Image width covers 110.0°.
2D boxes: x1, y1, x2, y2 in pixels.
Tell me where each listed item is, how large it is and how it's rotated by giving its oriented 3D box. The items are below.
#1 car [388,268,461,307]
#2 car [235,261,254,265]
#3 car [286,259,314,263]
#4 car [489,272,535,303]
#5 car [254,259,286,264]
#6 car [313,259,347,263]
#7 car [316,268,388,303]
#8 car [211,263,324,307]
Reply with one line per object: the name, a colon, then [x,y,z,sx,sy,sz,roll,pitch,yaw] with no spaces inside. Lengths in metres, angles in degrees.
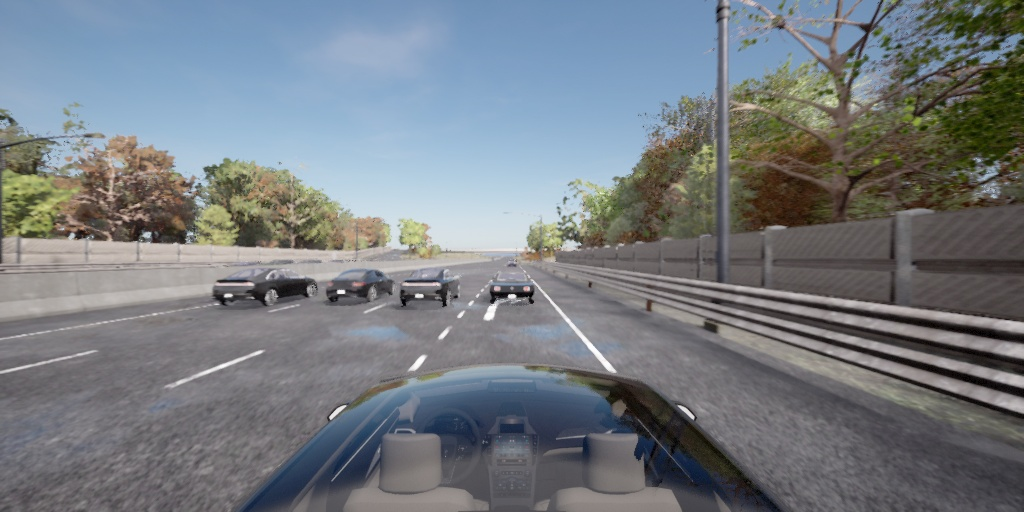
car: [-3.397,1.262,15.571,2.128,1.511,4.902,0,0,0]
car: [-31.549,1.357,42.778,2.033,1.411,5.357,0,0,1]
car: [-24.557,1.172,43.295,2.097,1.767,4.553,0,0,0]
car: [0.001,1.378,16.883,1.895,1.301,4.718,0,0,0]
car: [-28.056,1.168,43.175,2.097,1.767,4.553,0,0,0]
car: [-21.073,1.315,42.963,2.128,1.511,4.902,0,0,0]
car: [-6.914,1.294,16.804,1.812,1.442,4.674,0,0,0]
car: [-10.398,1.253,15.569,2.128,1.511,4.902,0,0,0]
